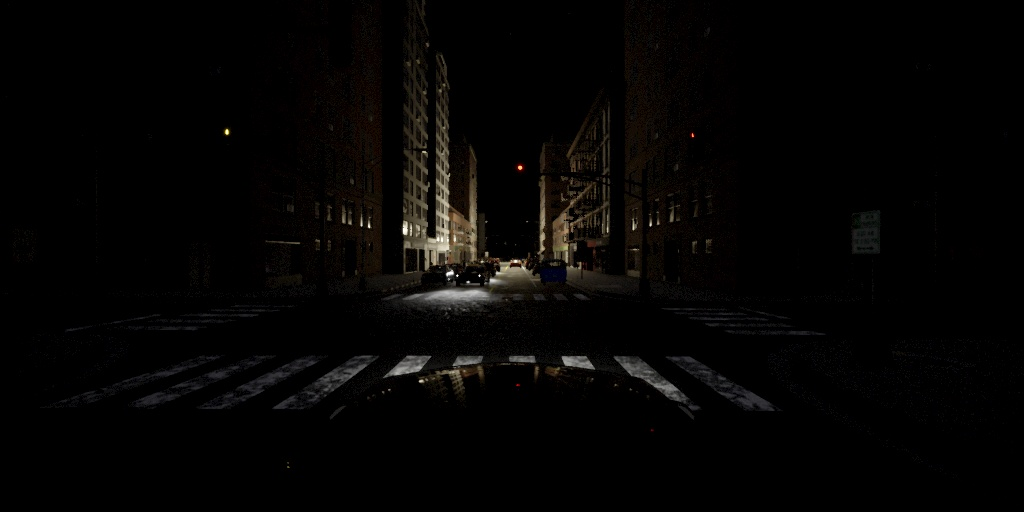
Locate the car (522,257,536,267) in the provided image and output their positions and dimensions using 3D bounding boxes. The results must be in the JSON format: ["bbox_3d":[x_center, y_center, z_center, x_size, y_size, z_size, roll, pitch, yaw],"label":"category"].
[{"bbox_3d":[3.088,1.054,53.751,2.192,1.841,5.009,0,0,1],"label":"car"}]

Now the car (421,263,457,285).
[{"bbox_3d":[-5.186,1.299,25.407,2.007,1.370,4.403,0,0,1],"label":"car"}]

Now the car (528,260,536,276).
[{"bbox_3d":[2.939,1.329,36.707,1.802,1.307,4.207,0,0,1],"label":"car"}]

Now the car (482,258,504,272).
[{"bbox_3d":[-2.465,1.309,45.180,1.994,1.385,4.181,0,0,1],"label":"car"}]

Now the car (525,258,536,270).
[{"bbox_3d":[3.038,1.325,48.070,1.802,1.307,4.207,0,0,1],"label":"car"}]

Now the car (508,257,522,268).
[{"bbox_3d":[0.601,1.336,59.026,1.895,1.301,4.718,0,0,1],"label":"car"}]

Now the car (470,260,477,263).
[{"bbox_3d":[-4.988,1.269,47.964,1.751,1.417,4.829,0,0,1],"label":"car"}]

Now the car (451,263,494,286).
[{"bbox_3d":[-2.659,1.349,25.115,1.895,1.301,4.718,0,0,4],"label":"car"}]

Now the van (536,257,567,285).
[{"bbox_3d":[2.839,1.089,25.345,1.690,1.789,3.998,0,0,1],"label":"van"}]

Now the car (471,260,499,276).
[{"bbox_3d":[-2.558,1.349,35.126,1.895,1.301,4.718,0,0,0],"label":"car"}]
